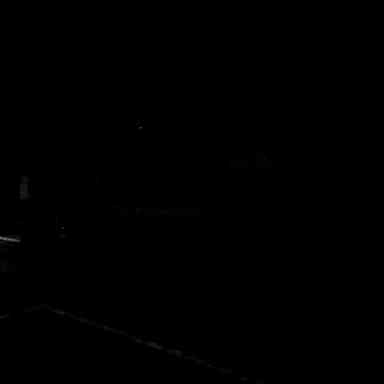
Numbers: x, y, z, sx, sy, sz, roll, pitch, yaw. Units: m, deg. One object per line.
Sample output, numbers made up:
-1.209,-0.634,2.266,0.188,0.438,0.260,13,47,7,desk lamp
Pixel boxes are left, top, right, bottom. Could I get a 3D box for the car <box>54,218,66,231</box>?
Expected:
-6.738,1.944,22.434,1.895,1.301,4.718,0,-1,35,car
